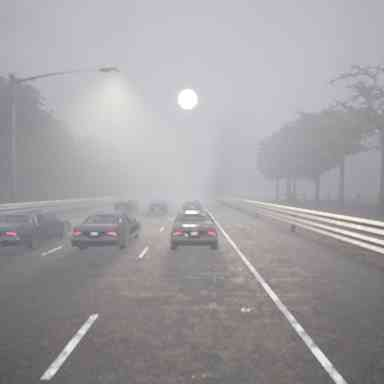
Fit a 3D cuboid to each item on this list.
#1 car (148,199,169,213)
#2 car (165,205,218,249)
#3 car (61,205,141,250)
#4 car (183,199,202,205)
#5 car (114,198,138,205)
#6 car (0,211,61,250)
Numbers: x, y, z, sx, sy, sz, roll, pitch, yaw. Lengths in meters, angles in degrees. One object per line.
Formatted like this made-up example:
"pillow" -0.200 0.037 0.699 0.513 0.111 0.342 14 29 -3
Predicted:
"car" -3.440 1.421 35.014 1.812 1.442 4.674 0 0 0
"car" 0.081 1.509 14.203 2.033 1.411 5.357 0 0 0
"car" -3.420 1.509 14.151 2.033 1.411 5.357 0 0 0
"car" 0.060 1.460 34.586 1.994 1.385 4.181 0 0 0
"car" -6.940 1.371 35.433 1.882 1.535 5.008 0 0 0
"car" -6.922 1.509 14.151 2.033 1.411 5.357 0 0 0
